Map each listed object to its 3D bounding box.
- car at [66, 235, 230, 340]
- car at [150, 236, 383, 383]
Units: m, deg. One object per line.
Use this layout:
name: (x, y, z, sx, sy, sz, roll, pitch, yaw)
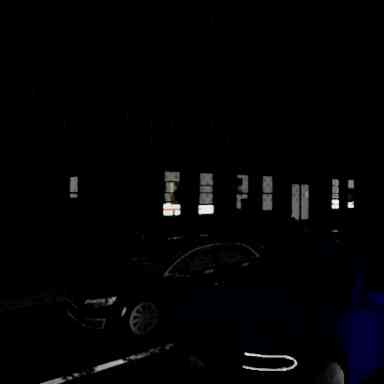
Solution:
car: (-0.115, 1.566, 6.475, 4.403, 1.369, 2.008, 0, 0, -35)
car: (2.087, 1.496, 4.861, 5.008, 1.535, 1.882, 0, 0, -35)
